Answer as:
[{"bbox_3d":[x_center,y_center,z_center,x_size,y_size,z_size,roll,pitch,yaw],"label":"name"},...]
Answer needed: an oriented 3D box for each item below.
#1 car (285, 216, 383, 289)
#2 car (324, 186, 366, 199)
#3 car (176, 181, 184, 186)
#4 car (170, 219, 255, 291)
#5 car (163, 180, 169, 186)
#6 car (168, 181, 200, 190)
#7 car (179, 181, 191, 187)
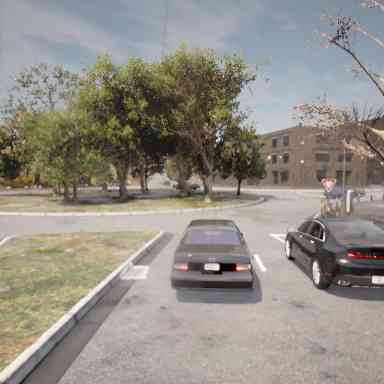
[{"bbox_3d":[3.807,1.414,8.877,1.837,1.490,4.892,0,1,4],"label":"car"},{"bbox_3d":[18.102,-0.007,39.386,5.357,1.411,2.033,-2,4,-25],"label":"car"},{"bbox_3d":[-3.077,-2.115,84.104,1.895,1.301,4.718,0,2,-4],"label":"car"},{"bbox_3d":[0.549,1.448,8.951,2.033,1.411,5.357,0,1,4],"label":"car"},{"bbox_3d":[-6.343,-2.201,84.112,1.837,1.490,4.892,0,2,-4],"label":"car"},{"bbox_3d":[-1.067,-1.073,58.404,5.357,1.411,2.033,3,4,39],"label":"car"},{"bbox_3d":[-1.623,-1.805,74.010,1.895,1.301,4.718,-1,2,-9],"label":"car"}]
